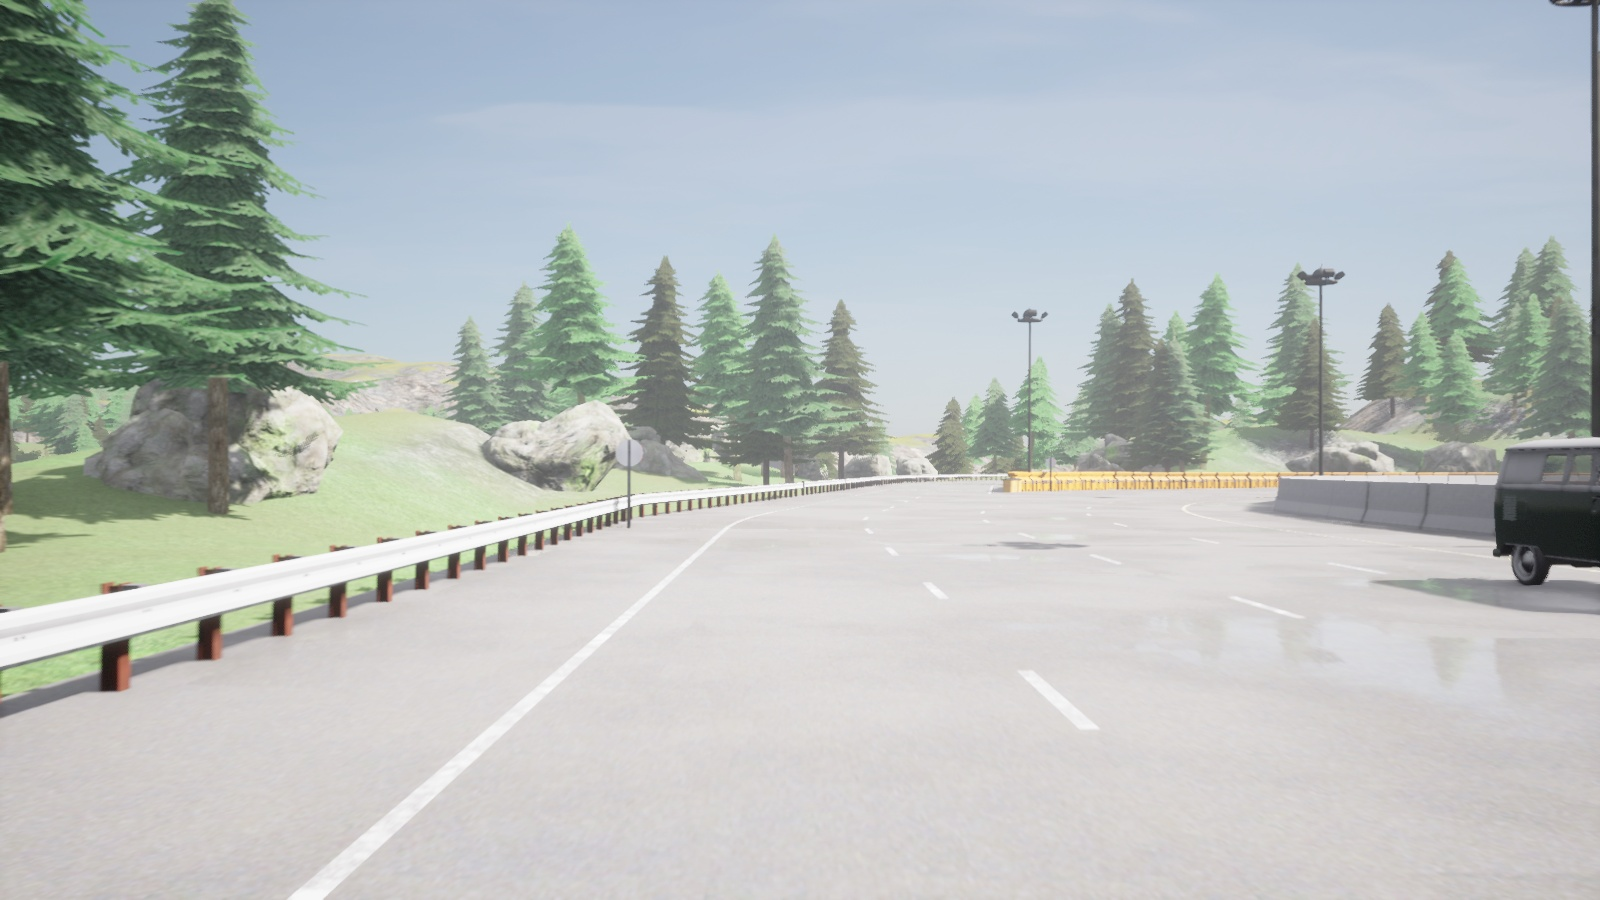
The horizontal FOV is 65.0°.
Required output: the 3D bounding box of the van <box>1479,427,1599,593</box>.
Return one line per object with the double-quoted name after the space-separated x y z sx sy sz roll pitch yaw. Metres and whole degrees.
10.462 0.722 15.463 1.775 1.987 4.442 0 -1 0 "van"
